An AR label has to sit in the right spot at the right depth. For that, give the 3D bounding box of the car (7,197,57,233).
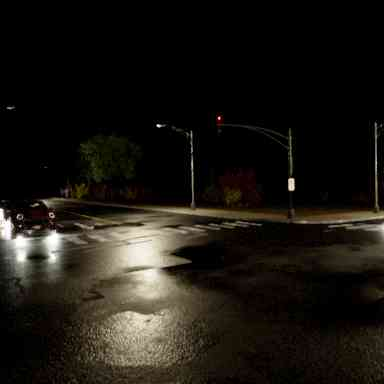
[{"bbox_3d":[-9.451,1.304,19.668,2.097,1.767,4.553,-2,1,-32],"label":"car"}]

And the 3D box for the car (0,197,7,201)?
[{"bbox_3d":[-22.398,1.411,40.059,2.128,1.511,4.902,-2,1,-32],"label":"car"}]

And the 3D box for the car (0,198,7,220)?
[{"bbox_3d":[-14.710,1.465,27.965,1.812,1.442,4.674,-2,1,-33],"label":"car"}]
